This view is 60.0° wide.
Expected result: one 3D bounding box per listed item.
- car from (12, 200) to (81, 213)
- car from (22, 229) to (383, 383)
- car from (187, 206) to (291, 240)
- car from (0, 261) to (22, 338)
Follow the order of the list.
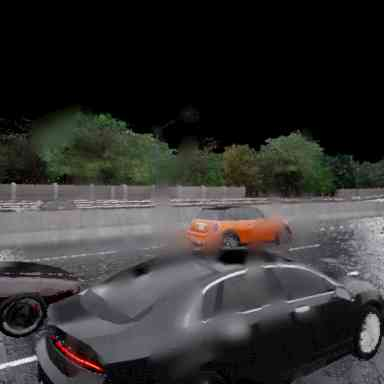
[{"bbox_3d":[-9.907,1.357,22.716,4.553,1.767,2.097,0,0,-35],"label":"car"},{"bbox_3d":[0.672,1.508,4.348,4.892,1.490,1.837,0,0,-35],"label":"car"},{"bbox_3d":[2.084,1.364,13.830,4.553,1.767,2.097,0,0,-36],"label":"car"},{"bbox_3d":[-4.450,1.547,4.871,5.357,1.411,2.033,0,0,-36],"label":"car"}]
